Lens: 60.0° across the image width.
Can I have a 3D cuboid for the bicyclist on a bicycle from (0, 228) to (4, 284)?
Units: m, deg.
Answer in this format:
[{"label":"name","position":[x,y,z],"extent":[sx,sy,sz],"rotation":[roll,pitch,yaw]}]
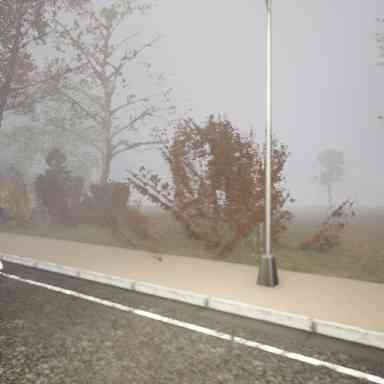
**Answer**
[{"label":"bicyclist on a bicycle","position":[-5.141,1.385,8.222],"extent":[1.843,1.776,0.659],"rotation":[0,0,35]}]
